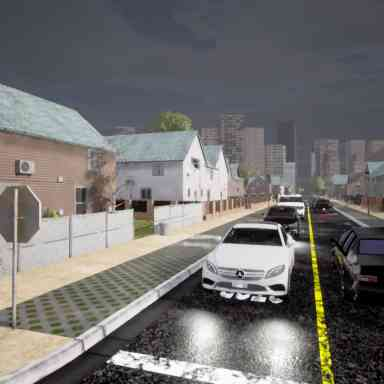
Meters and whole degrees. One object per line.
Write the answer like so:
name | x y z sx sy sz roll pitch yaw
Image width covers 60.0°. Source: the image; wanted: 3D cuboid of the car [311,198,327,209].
car | 17.590 1.586 46.181 1.994 1.385 4.181 0 0 19

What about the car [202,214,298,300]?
car | 1.685 1.533 8.693 1.812 1.442 4.674 0 0 19

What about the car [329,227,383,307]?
car | 4.445 1.551 7.947 2.033 1.411 5.357 0 0 19

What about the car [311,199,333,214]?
car | 14.352 1.522 36.545 1.837 1.490 4.892 0 0 18

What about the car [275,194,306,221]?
car | 8.376 1.237 28.122 2.150 2.045 5.566 0 0 19

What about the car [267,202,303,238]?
car | 4.915 1.516 18.083 1.837 1.490 4.892 0 0 19
